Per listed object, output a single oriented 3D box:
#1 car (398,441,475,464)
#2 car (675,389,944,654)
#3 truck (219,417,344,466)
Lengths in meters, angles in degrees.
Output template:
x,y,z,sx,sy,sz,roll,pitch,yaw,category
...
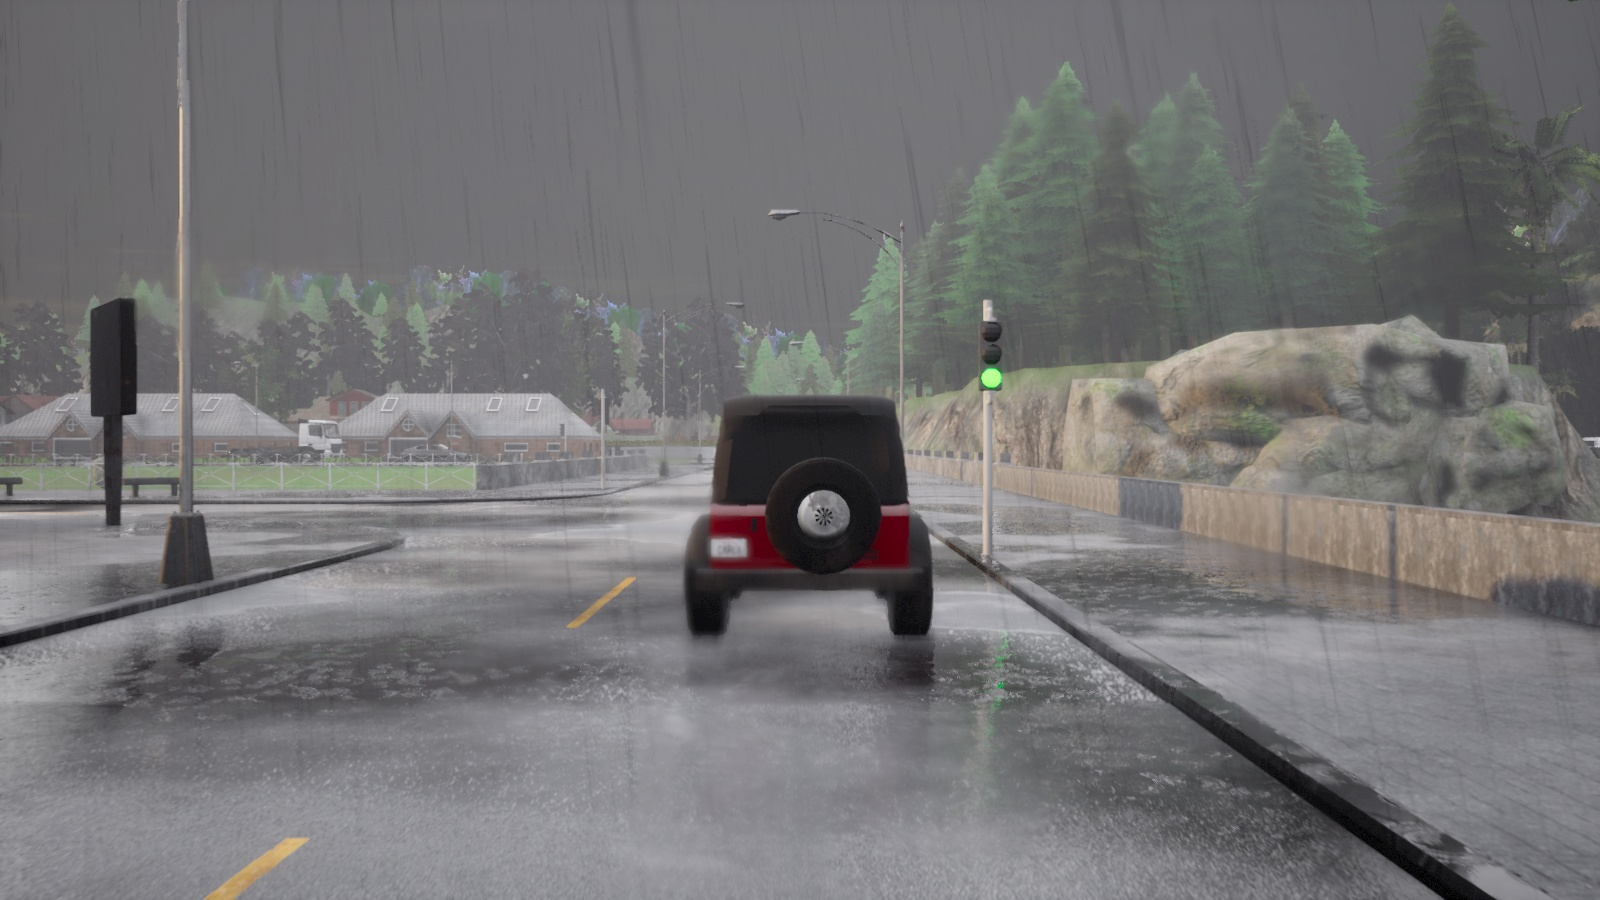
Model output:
x,y,z,sx,sy,sz,roll,pitch,yaw,category
-26.492,0.157,91.590,5.027,1.651,2.152,0,0,0,car
0.075,0.501,10.853,1.905,1.878,3.866,0,0,0,car
-37.789,-0.612,91.647,7.936,3.462,2.891,0,0,0,truck
